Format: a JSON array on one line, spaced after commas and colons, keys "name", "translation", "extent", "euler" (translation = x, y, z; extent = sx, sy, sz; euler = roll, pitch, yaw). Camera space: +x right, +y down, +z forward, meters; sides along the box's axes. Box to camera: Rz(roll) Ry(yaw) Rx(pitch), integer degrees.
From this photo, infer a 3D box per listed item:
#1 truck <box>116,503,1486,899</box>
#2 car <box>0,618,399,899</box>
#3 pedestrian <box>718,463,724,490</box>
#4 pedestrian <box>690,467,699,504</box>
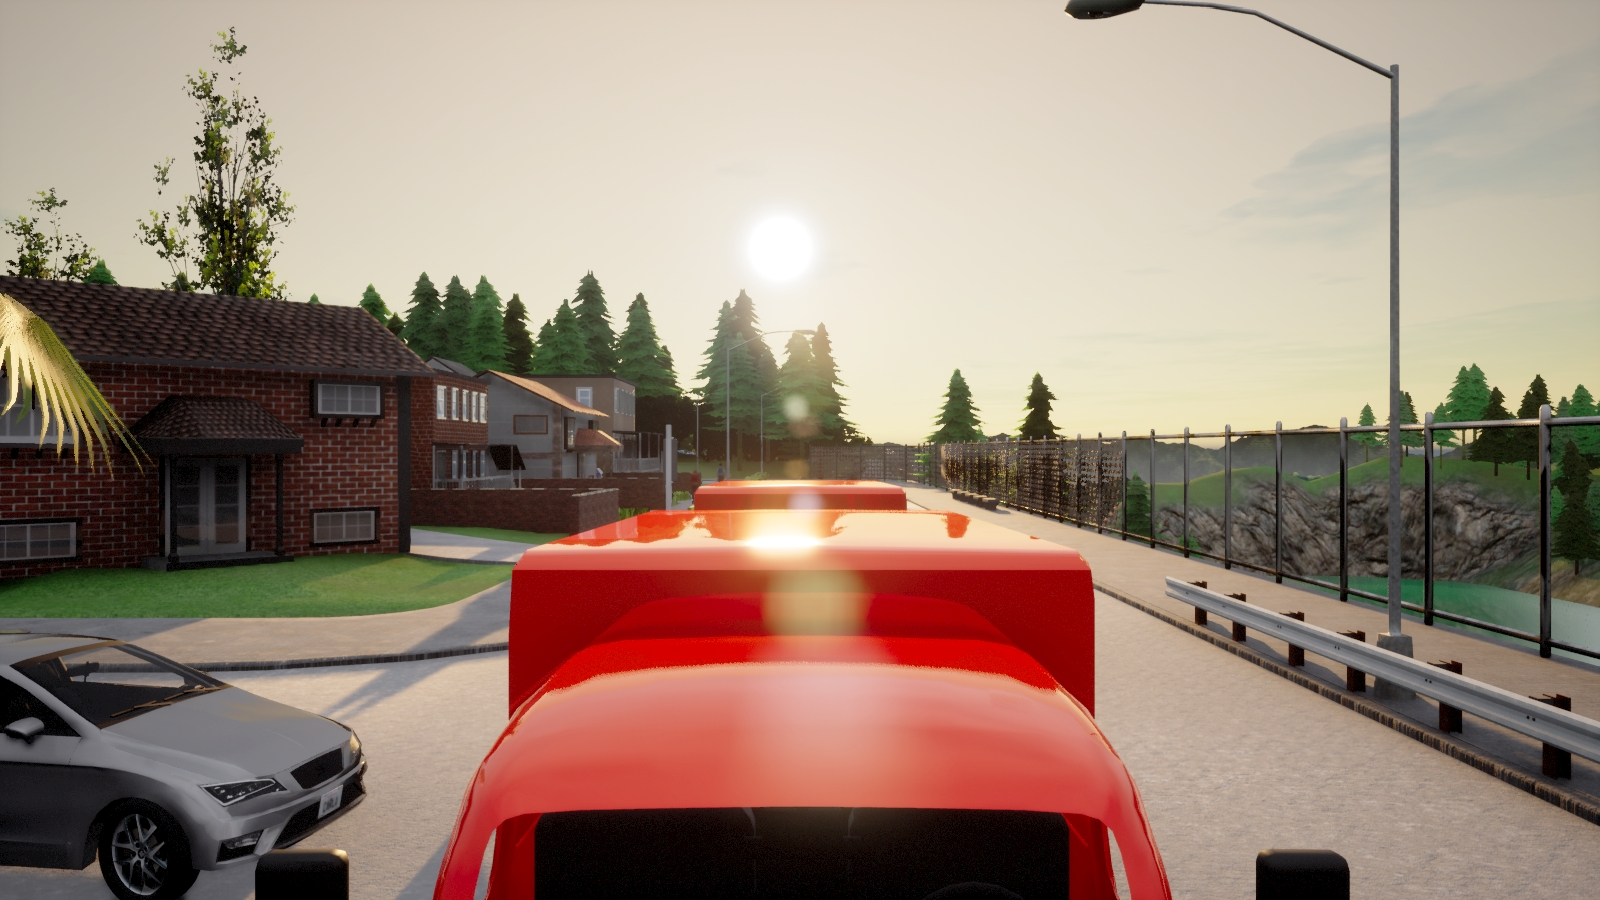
[{"name": "truck", "translation": [0.003, 1.571, 4.792], "extent": [2.627, 2.467, 5.204], "euler": [0, 0, 0]}, {"name": "car", "translation": [-5.218, 2.069, 7.982], "extent": [4.193, 1.474, 1.816], "euler": [0, 0, 8]}, {"name": "pedestrian", "translation": [-5.289, 1.776, 76.575], "extent": [0.375, 1.860, 0.375], "euler": [0, 0, 0]}, {"name": "pedestrian", "translation": [-5.294, 1.768, 57.326], "extent": [0.375, 1.860, 0.375], "euler": [0, 0, 0]}]
